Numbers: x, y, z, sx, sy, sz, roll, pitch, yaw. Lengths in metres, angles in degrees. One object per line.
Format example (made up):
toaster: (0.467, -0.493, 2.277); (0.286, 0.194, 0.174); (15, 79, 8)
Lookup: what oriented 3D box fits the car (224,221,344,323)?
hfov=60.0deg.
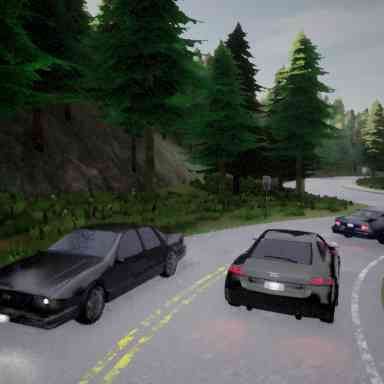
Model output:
car: (2.204, 1.532, 7.417); (1.994, 1.385, 4.181); (2, 1, 24)

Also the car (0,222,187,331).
car: (-1.824, 1.425, 7.367); (2.033, 1.411, 5.357); (2, 2, 21)

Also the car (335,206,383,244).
car: (8.581, 1.371, 14.945); (5.357, 1.411, 2.033); (-1, 5, -33)
